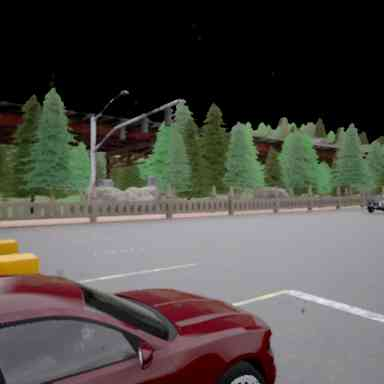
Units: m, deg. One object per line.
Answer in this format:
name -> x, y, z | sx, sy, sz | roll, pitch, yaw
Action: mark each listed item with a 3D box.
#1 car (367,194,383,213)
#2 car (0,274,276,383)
car -> 21.516, 1.273, 36.550 | 5.566, 2.045, 2.150 | 0, 0, -36
car -> -1.425, 1.478, 2.732 | 5.008, 1.535, 1.882 | 0, 0, -36
